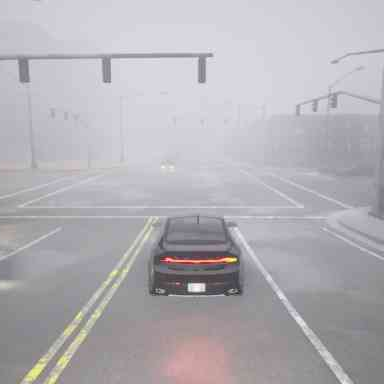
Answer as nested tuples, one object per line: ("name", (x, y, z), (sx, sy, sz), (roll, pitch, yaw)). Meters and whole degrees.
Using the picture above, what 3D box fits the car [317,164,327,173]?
("car", (15.932, -2.667, 36.315), (4.181, 1.385, 1.994), (0, 9, 0))

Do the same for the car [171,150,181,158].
("car", (-3.478, -8.094, 70.992), (1.882, 1.535, 5.008), (0, 9, 0))

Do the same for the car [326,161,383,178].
("car", (16.647, -2.150, 32.853), (5.357, 1.411, 2.033), (0, 9, 2))

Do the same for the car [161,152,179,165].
("car", (-3.581, -4.895, 50.685), (2.033, 1.411, 5.357), (0, 9, 0))

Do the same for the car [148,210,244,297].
("car", (0.074, 1.200, 8.020), (1.837, 1.490, 4.892), (0, 4, 0))

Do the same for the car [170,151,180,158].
("car", (-3.549, -6.653, 60.815), (2.097, 1.767, 4.553), (0, 9, 0))
